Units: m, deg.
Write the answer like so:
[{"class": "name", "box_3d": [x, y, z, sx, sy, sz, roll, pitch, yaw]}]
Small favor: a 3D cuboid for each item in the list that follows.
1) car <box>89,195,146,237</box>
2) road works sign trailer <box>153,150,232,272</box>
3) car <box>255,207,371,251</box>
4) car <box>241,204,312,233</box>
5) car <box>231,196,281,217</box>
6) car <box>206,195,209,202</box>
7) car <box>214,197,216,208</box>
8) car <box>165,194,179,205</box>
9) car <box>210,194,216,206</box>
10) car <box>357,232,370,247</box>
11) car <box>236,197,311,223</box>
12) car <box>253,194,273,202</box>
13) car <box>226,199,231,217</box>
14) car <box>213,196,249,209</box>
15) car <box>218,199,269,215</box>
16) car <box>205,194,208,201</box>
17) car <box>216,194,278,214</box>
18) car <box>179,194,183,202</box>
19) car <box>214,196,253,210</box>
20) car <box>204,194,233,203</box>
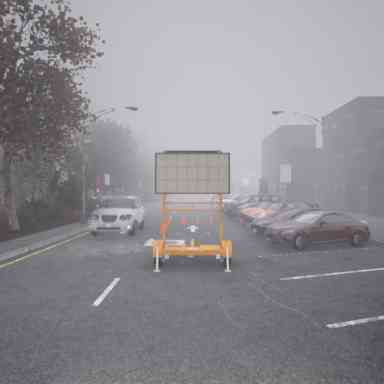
[{"class": "car", "box_3d": [-3.927, 1.226, 18.418, 2.150, 2.045, 5.566, 0, 0, 0]}, {"class": "road works sign trailer", "box_3d": [0.018, 0.465, 10.777, 2.380, 3.560, 2.880, 0, 0, 0]}, {"class": "car", "box_3d": [5.336, 1.528, 14.043, 4.674, 1.452, 2.002, 1, 0, -20]}, {"class": "car", "box_3d": [5.318, 1.518, 17.035, 4.792, 1.488, 2.163, 1, 0, -20]}, {"class": "car", "box_3d": [5.407, 1.369, 23.056, 4.553, 1.767, 2.185, 1, 0, -20]}, {"class": "car", "box_3d": [5.545, 1.583, 56.082, 5.008, 1.535, 2.097, 1, -1, -20]}, {"class": "car", "box_3d": [5.251, 1.503, 31.989, 5.366, 1.575, 1.946, 1, 0, -20]}, {"class": "car", "box_3d": [-3.928, 1.466, 60.186, 2.097, 1.767, 4.553, 0, 0, 0]}, {"class": "car", "box_3d": [5.437, 1.271, 38.048, 5.566, 2.045, 2.435, 1, 0, -20]}, {"class": "car", "box_3d": [5.317, 1.487, 5.043, 4.892, 1.521, 2.231, 1, 0, -20]}, {"class": "car", "box_3d": [5.392, 1.366, 20.055, 4.553, 1.767, 2.185, 1, 0, -20]}, {"class": "car", "box_3d": [18.624, 1.463, 87.074, 2.435, 2.045, 5.566, 0, 0, -21]}, {"class": "car", "box_3d": [5.387, 1.538, 26.052, 4.674, 1.452, 2.002, 1, 0, -20]}, {"class": "car", "box_3d": [5.480, 1.424, 47.063, 4.553, 1.767, 2.185, 1, 0, -20]}, {"class": "car", "box_3d": [5.414, 1.545, 35.046, 4.792, 1.488, 2.163, 1, 0, -20]}, {"class": "car", "box_3d": [5.404, 1.613, 65.027, 5.366, 1.575, 1.946, 1, 0, -20]}, {"class": "car", "box_3d": [5.397, 1.252, 29.031, 5.566, 2.045, 2.435, 1, 0, -20]}, {"class": "car", "box_3d": [-3.567, 1.464, 83.840, 2.150, 2.045, 5.566, 0, 0, 5]}, {"class": "car", "box_3d": [5.463, 1.414, 44.061, 4.553, 1.767, 2.185, 1, 0, -20]}, {"class": "car", "box_3d": [5.611, 1.391, 71.120, 5.566, 2.045, 2.435, 1, 0, -20]}]
